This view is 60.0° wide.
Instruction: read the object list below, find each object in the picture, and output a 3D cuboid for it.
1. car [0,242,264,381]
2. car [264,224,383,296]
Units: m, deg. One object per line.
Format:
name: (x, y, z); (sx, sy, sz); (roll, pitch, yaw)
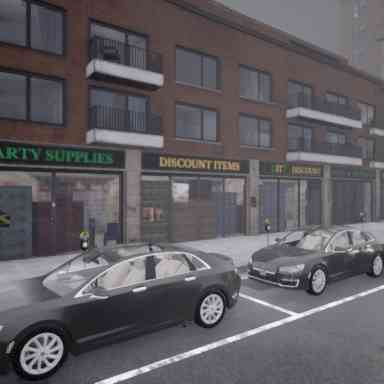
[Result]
car: (-1.158, 1.551, 5.362); (4.403, 1.369, 2.008); (0, 0, -35)
car: (3.335, 1.550, 8.565); (4.403, 1.369, 2.008); (0, 0, -35)
